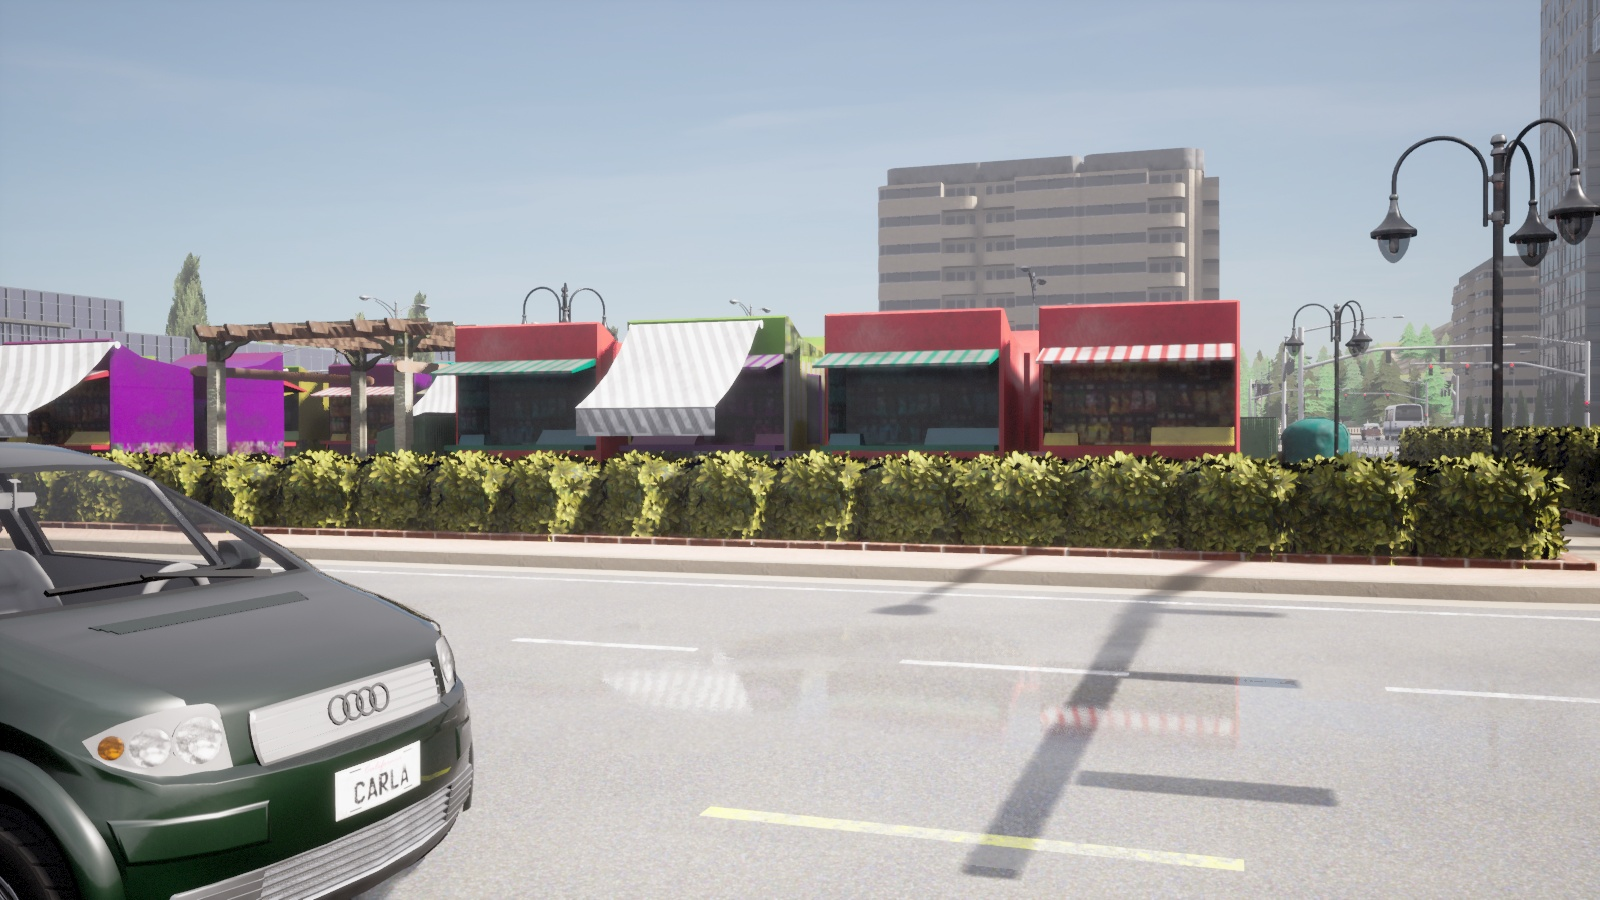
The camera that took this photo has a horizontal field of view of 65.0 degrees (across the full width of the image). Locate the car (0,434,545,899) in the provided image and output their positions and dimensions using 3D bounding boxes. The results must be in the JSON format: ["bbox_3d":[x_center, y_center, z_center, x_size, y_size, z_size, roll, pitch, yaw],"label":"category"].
[{"bbox_3d":[-2.942,0.727,4.181,3.705,1.549,1.789,0,1,19],"label":"car"}]
